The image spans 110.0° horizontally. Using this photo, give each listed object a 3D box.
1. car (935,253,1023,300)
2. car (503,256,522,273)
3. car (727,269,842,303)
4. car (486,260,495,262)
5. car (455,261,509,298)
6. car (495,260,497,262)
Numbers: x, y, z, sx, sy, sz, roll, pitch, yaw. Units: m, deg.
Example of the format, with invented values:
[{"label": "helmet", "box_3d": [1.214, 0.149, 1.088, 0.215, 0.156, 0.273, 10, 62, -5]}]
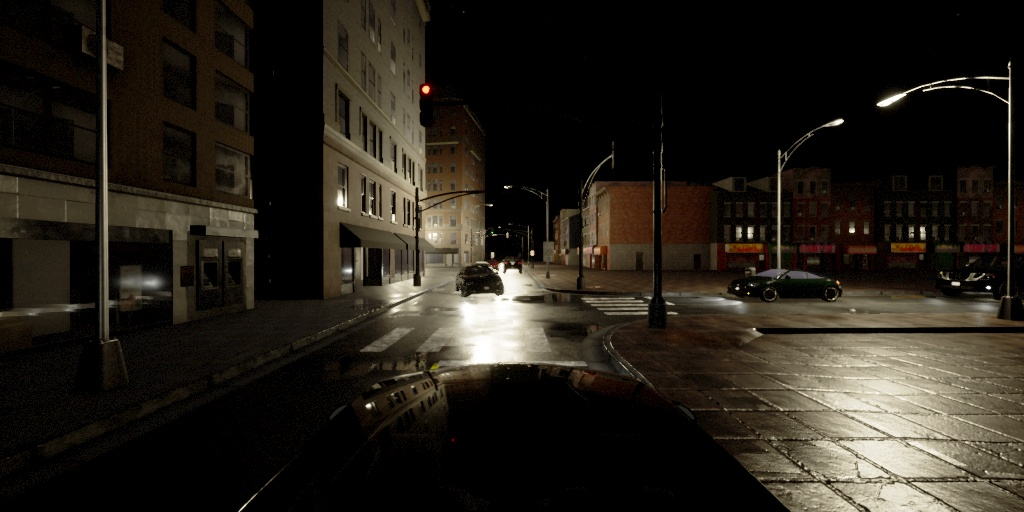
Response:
[{"label": "car", "box_3d": [22.611, 0.879, 16.058, 5.566, 2.045, 2.150, 0, 0, -1]}, {"label": "car", "box_3d": [0.070, 0.979, 43.781, 2.150, 2.045, 5.566, 0, 0, -1]}, {"label": "car", "box_3d": [12.039, 1.261, 15.999, 4.181, 1.385, 1.994, 0, 0, 0]}, {"label": "car", "box_3d": [-2.862, 1.279, 33.604, 1.812, 1.442, 4.674, 0, 0, 0]}, {"label": "car", "box_3d": [-1.870, 1.228, 19.041, 1.882, 1.535, 5.008, 0, 0, -16]}, {"label": "car", "box_3d": [-2.808, 1.238, 48.660, 1.882, 1.535, 5.008, 0, 0, 1]}]
